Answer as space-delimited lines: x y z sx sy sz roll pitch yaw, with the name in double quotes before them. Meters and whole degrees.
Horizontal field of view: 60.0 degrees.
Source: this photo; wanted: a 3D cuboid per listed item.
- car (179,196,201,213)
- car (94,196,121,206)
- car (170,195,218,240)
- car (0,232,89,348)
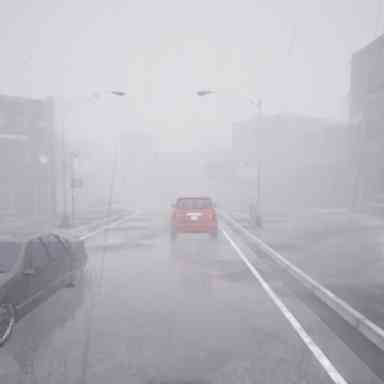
"car" -0.306 1.261 35.117 1.882 1.535 5.008 0 1 -5
"car" -12.937 1.366 50.773 4.181 1.385 1.994 -1 2 33
"car" 0.097 1.167 16.728 2.150 2.045 5.566 0 0 0
"car" -3.601 1.535 6.454 2.033 1.411 5.357 0 0 0
